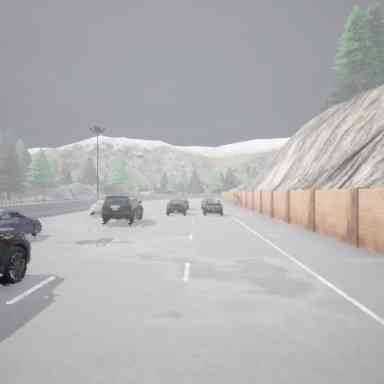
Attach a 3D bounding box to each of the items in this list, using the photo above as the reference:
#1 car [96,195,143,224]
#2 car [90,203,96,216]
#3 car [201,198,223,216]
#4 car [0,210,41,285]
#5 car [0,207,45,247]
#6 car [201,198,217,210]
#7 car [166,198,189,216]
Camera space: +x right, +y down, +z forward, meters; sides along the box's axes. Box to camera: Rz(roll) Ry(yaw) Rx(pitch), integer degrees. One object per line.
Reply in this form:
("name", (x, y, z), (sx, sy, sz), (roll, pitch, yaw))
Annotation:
("car", (-5.093, 1.222, 24.858), (2.150, 2.045, 5.566), (0, 0, 1))
("car", (-8.494, 1.526, 32.404), (1.812, 1.442, 4.674), (0, 0, 1))
("car", (2.013, 1.491, 32.804), (2.128, 1.511, 4.902), (0, 0, 1))
("car", (-5.339, 1.222, 6.397), (2.150, 2.045, 5.566), (0, 0, 1))
("car", (-8.721, 1.526, 15.270), (1.812, 1.442, 4.674), (0, 0, 1))
("car", (2.148, 1.525, 43.253), (1.812, 1.442, 4.674), (0, 0, 1))
("car", (-1.486, 1.505, 32.979), (1.837, 1.490, 4.892), (0, 0, 0))
